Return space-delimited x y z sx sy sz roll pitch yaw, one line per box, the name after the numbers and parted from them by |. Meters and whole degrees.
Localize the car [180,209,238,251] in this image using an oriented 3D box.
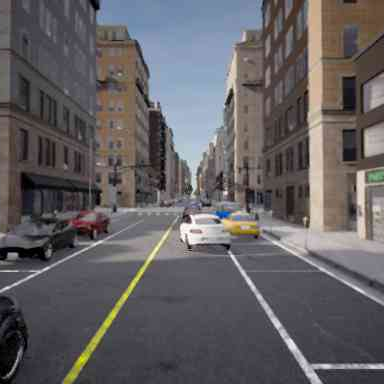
0.514 1.711 15.068 1.812 1.442 4.674 0 -1 -7 | car

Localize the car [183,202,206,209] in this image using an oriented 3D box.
0.091 1.958 32.575 1.994 1.385 4.181 0 -1 0 | car

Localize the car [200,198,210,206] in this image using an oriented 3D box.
2.989 2.378 67.729 1.947 1.339 4.313 1 -1 1 | car

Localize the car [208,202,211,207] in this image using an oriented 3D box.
2.675 1.892 30.238 1.752 1.417 4.829 1 -1 0 | car

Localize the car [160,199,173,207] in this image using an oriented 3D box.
-5.536 2.396 67.833 1.802 1.307 4.206 1 -1 1 | car

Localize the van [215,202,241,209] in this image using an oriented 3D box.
2.677 1.637 24.397 1.690 1.788 3.998 1 -1 0 | van

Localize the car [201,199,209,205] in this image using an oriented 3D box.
3.201 2.551 84.319 1.887 1.381 4.507 1 -1 1 | car

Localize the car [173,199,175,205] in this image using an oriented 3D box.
-5.465 2.444 73.362 1.947 1.339 4.313 1 -1 1 | car

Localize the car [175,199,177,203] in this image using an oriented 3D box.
-5.395 2.494 78.890 2.008 1.369 4.403 1 -1 1 | car

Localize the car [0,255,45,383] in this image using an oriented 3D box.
-3.101 1.597 2.597 1.994 1.385 4.181 0 -1 0 | car

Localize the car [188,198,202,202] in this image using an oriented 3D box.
0.256 2.196 55.671 1.812 1.442 4.674 0 0 1 | car

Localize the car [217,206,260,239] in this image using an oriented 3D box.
2.676 1.756 18.892 1.752 1.417 4.829 1 -1 0 | car

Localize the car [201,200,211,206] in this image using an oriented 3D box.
3.060 2.422 73.259 1.887 1.381 4.507 1 -1 1 | car

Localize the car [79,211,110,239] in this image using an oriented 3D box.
-5.851 1.772 18.725 1.887 1.381 4.507 1 -1 0 | car

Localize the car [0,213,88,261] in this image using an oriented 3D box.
-5.851 1.725 13.052 1.947 1.339 4.313 1 -1 0 | car
